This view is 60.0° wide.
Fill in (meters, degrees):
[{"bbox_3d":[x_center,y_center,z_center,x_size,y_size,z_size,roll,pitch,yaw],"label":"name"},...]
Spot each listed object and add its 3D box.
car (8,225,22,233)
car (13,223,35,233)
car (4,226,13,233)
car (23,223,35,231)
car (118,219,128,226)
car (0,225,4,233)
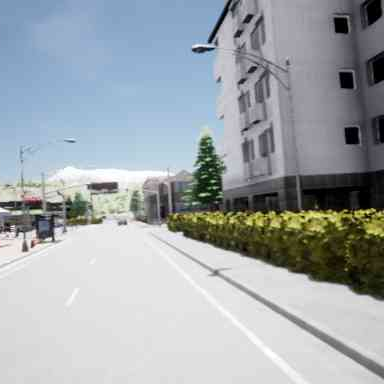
[{"bbox_3d":[-43.673,9.121,82.180,1.970,1.475,3.806,-3,-3,-13],"label":"car"},{"bbox_3d":[-32.967,7.393,65.657,2.007,1.523,4.514,-3,-3,-13],"label":"car"},{"bbox_3d":[-41.863,8.270,73.936,1.932,1.855,4.605,-3,-3,-13],"label":"car"},{"bbox_3d":[-40.322,8.612,82.315,1.905,1.878,3.866,-3,-3,-13],"label":"car"},{"bbox_3d":[-14.841,6.479,71.251,1.994,1.385,4.181,-3,-3,-12],"label":"car"},{"bbox_3d":[-35.054,7.043,58.000,1.970,1.475,3.806,-3,-3,-13],"label":"car"}]
